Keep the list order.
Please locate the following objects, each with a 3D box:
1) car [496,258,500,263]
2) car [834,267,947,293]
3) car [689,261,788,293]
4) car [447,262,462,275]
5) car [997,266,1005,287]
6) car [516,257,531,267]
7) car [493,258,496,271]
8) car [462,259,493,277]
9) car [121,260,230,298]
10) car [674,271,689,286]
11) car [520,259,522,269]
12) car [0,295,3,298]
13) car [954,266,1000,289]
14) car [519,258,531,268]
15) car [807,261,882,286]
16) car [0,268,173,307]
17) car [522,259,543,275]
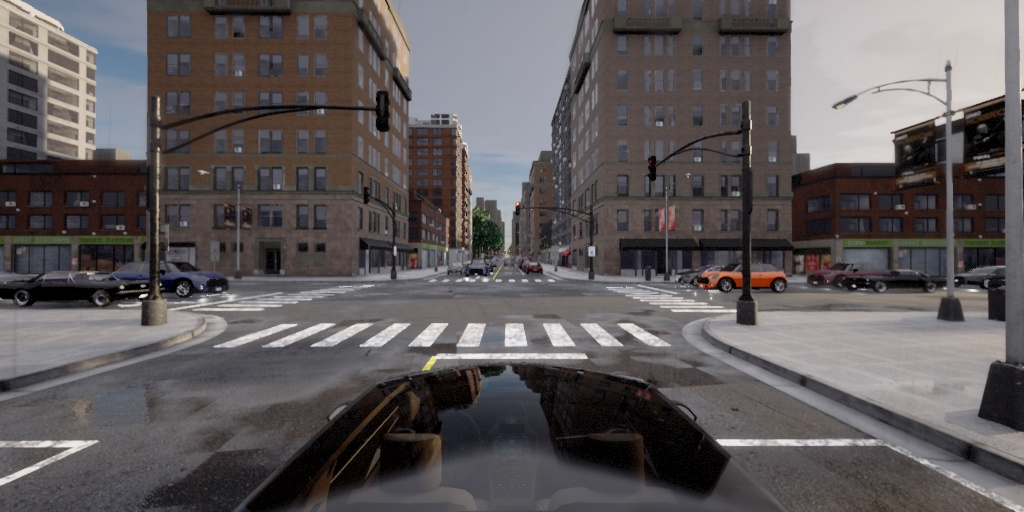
[{"bbox_3d":[-3.605,1.357,61.477,2.033,1.411,5.357,0,0,0],"label":"car"},{"bbox_3d":[22.354,1.464,21.144,4.718,1.301,1.895,0,0,-1],"label":"car"},{"bbox_3d":[13.368,1.175,21.064,4.553,1.767,2.097,0,0,-1],"label":"car"},{"bbox_3d":[-6.110,1.318,39.724,2.007,1.370,4.403,0,0,-1],"label":"car"},{"bbox_3d":[32.292,1.472,21.228,4.181,1.385,1.994,0,0,-1],"label":"car"},{"bbox_3d":[2.206,1.111,56.347,2.192,1.841,5.009,0,0,-1],"label":"car"},{"bbox_3d":[-3.425,1.128,45.487,2.097,1.767,4.553,0,0,-1],"label":"car"},{"bbox_3d":[-3.331,1.115,35.616,2.097,1.767,4.553,0,0,0],"label":"car"},{"bbox_3d":[-16.465,1.019,17.367,4.553,1.767,2.097,0,0,-1],"label":"car"},{"bbox_3d":[13.664,1.341,24.333,4.902,1.511,2.128,0,0,0],"label":"car"},{"bbox_3d":[2.346,1.341,45.335,1.948,1.339,4.313,0,0,-1],"label":"car"},{"bbox_3d":[-5.855,1.190,1.364,1.967,1.591,4.097,0,0,0],"label":"car"},{"bbox_3d":[32.742,1.440,24.481,4.892,1.490,1.837,0,0,0],"label":"car"},{"bbox_3d":[2.274,1.311,51.011,1.751,1.417,4.829,0,0,-1],"label":"car"},{"bbox_3d":[22.858,1.242,24.399,4.553,1.767,2.097,0,0,-1],"label":"car"},{"bbox_3d":[-16.681,1.242,14.082,4.718,1.301,1.895,0,0,0],"label":"car"},{"bbox_3d":[2.415,1.313,39.828,1.888,1.381,4.507,0,0,-1],"label":"car"}]
